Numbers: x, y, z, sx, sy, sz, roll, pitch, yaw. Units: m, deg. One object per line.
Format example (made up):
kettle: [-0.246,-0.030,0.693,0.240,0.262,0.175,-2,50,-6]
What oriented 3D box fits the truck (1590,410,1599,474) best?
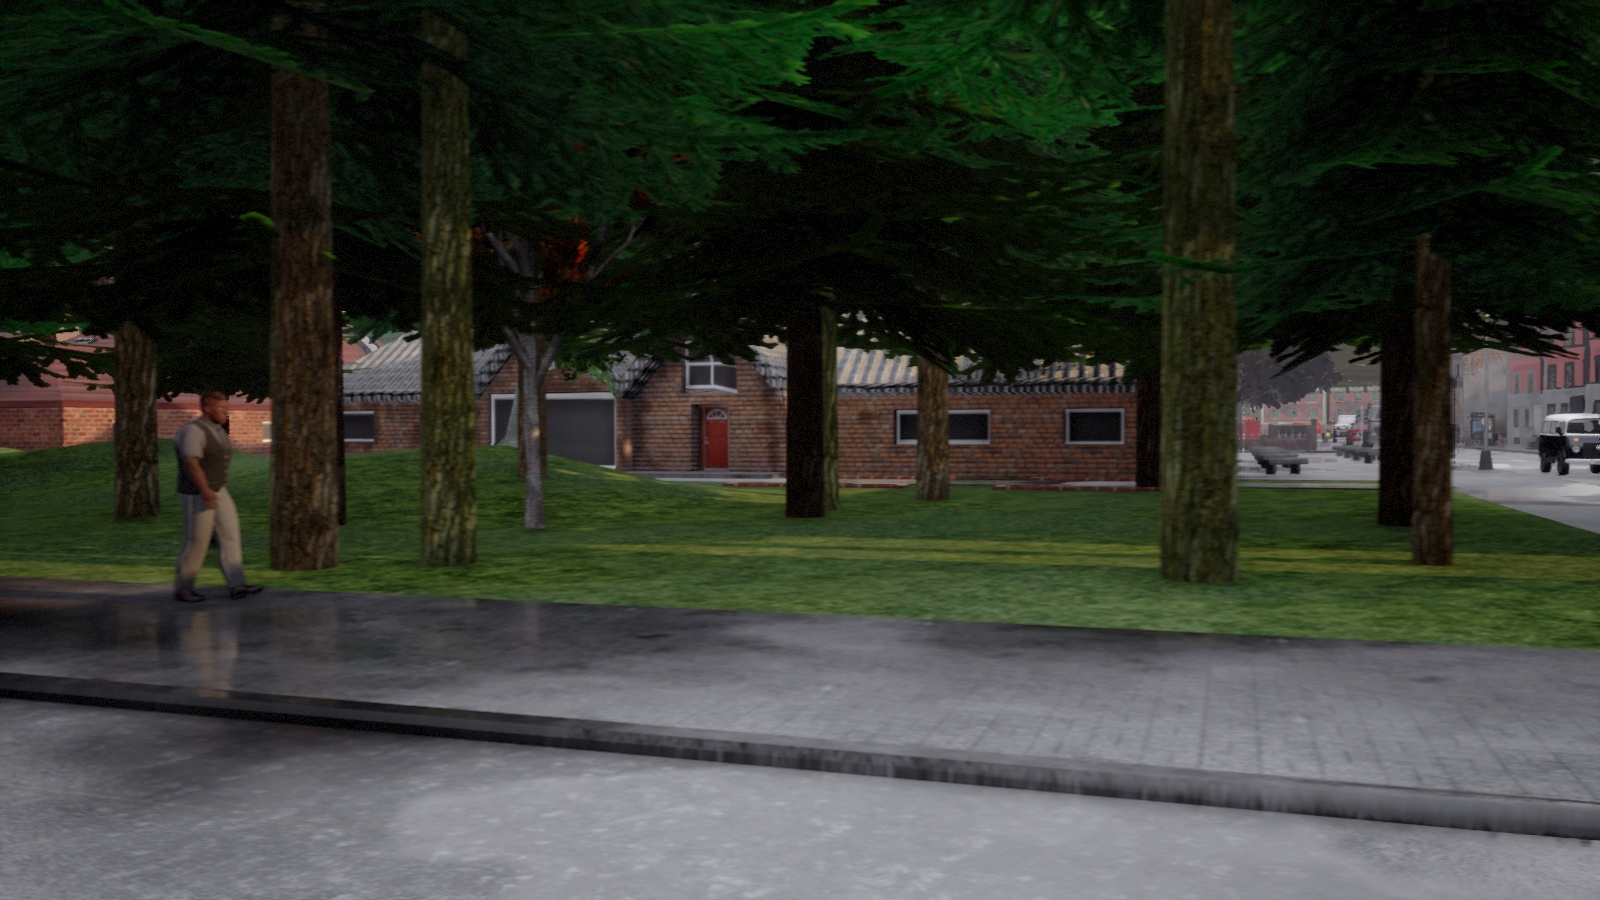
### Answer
truck: [32.087,-0.294,47.461,2.627,2.467,5.204,1,1,19]

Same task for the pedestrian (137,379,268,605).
pedestrian: [-5.141,0.345,10.830,0.849,1.883,0.563,0,1,8]

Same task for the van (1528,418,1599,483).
van: [25.791,-0.010,41.582,2.069,2.038,4.480,1,1,19]
